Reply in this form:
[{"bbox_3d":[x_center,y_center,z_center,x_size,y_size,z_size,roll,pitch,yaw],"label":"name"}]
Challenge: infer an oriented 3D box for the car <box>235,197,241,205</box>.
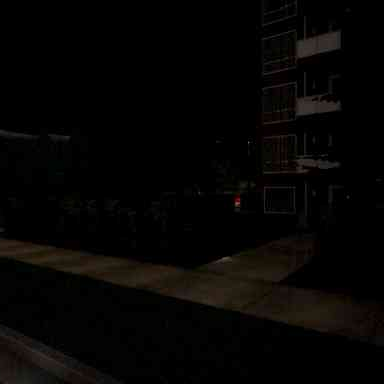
[{"bbox_3d":[9.302,1.478,58.069,1.882,1.535,5.008,0,0,36],"label":"car"}]
